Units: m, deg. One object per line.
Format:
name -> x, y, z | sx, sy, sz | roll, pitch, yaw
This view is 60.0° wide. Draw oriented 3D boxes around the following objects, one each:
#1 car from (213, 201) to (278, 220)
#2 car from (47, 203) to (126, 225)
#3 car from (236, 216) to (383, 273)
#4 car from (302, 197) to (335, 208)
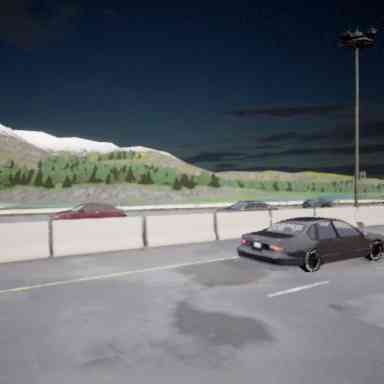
car -> 3.681, 1.370, 22.604 | 4.892, 1.490, 1.837 | 0, 0, -29
car -> -6.429, 1.403, 20.561 | 4.674, 1.442, 1.812 | 0, 0, -33
car -> 3.926, 1.484, 10.385 | 5.357, 1.411, 2.033 | 0, 0, -31
car -> 15.520, 1.320, 40.858 | 4.181, 1.385, 1.994 | 0, 0, -28
